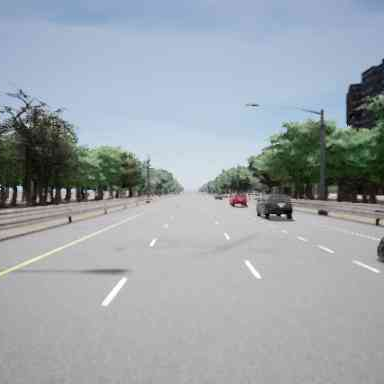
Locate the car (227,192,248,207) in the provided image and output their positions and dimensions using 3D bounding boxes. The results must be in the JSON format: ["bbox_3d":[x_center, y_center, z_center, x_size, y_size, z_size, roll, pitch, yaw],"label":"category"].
[{"bbox_3d":[7.121,1.238,51.537,2.150,2.045,5.566,0,0,0],"label":"car"}]

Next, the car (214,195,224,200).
[{"bbox_3d":[7.450,1.513,95.313,1.812,1.442,4.674,0,0,5],"label":"car"}]

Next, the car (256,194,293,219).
[{"bbox_3d":[7.053,1.222,28.850,2.150,2.045,5.566,0,0,0],"label":"car"}]

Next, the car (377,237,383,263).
[{"bbox_3d":[7.008,1.567,9.130,1.994,1.385,4.181,0,0,0],"label":"car"}]
